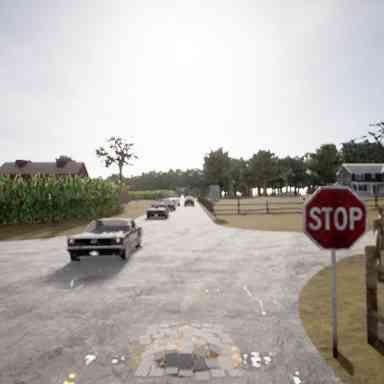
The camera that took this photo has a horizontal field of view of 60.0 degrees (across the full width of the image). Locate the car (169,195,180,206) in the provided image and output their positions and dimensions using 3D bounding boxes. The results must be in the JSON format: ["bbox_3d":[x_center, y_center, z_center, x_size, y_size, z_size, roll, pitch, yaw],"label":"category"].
[{"bbox_3d":[-3.276,1.483,59.703,2.150,2.045,5.566,0,-1,0],"label":"car"}]

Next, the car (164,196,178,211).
[{"bbox_3d":[-3.211,1.672,44.763,1.882,1.535,5.008,0,0,0],"label":"car"}]

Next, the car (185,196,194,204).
[{"bbox_3d":[-0.553,1.618,71.071,1.882,1.535,5.008,0,0,0],"label":"car"}]

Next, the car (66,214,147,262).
[{"bbox_3d":[-3.039,1.657,12.484,1.895,1.301,4.718,-1,-2,-1],"label":"car"}]

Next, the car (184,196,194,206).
[{"bbox_3d":[-0.481,1.767,60.640,1.837,1.490,4.892,0,0,0],"label":"car"}]

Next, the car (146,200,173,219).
[{"bbox_3d":[-3.123,1.739,31.039,1.895,1.301,4.718,0,0,0],"label":"car"}]
